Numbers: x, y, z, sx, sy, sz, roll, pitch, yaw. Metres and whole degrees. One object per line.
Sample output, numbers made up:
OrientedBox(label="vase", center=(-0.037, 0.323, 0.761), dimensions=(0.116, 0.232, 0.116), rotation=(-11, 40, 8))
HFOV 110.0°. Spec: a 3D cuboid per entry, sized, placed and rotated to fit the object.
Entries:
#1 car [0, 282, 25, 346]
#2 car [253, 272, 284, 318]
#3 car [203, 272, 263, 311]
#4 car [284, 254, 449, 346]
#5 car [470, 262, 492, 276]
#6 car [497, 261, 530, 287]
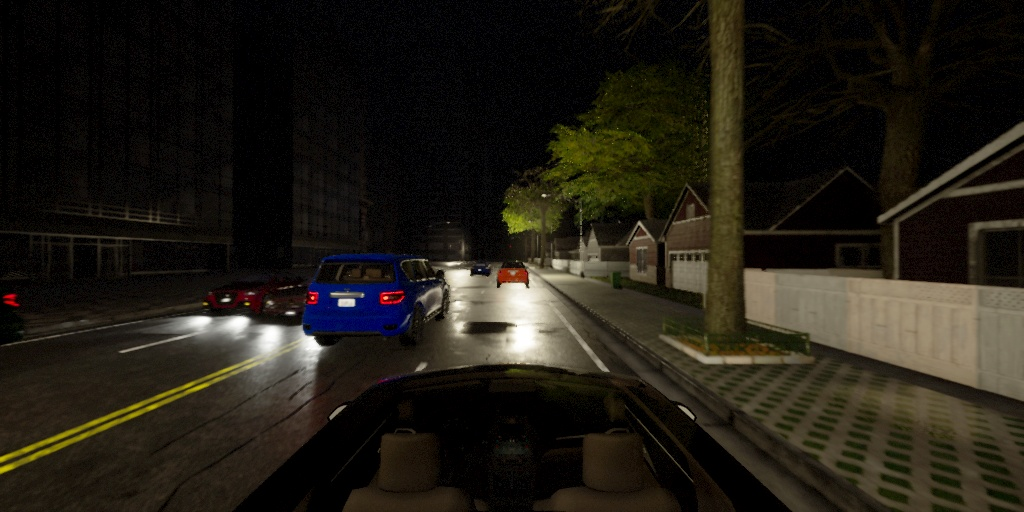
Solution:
OrientedBox(label="car", center=(-9.840, 0.972, 4.014), dimensions=(2.150, 2.045, 5.566), rotation=(0, 0, 0))
OrientedBox(label="car", center=(-6.511, 1.301, 13.237), dimensions=(2.033, 1.411, 5.357), rotation=(0, 0, 1))
OrientedBox(label="car", center=(-9.751, 1.318, 14.211), dimensions=(1.994, 1.385, 4.181), rotation=(0, 0, 0))
OrientedBox(label="car", center=(-3.152, 0.975, 9.522), dimensions=(2.150, 2.045, 5.566), rotation=(0, 0, 0))
OrientedBox(label="car", center=(-3.151, 1.340, 37.123), dimensions=(1.994, 1.385, 4.181), rotation=(0, 0, 0))
OrientedBox(label="car", center=(0.079, 1.113, 24.580), dimensions=(2.097, 1.767, 4.553), rotation=(0, 0, 0))
